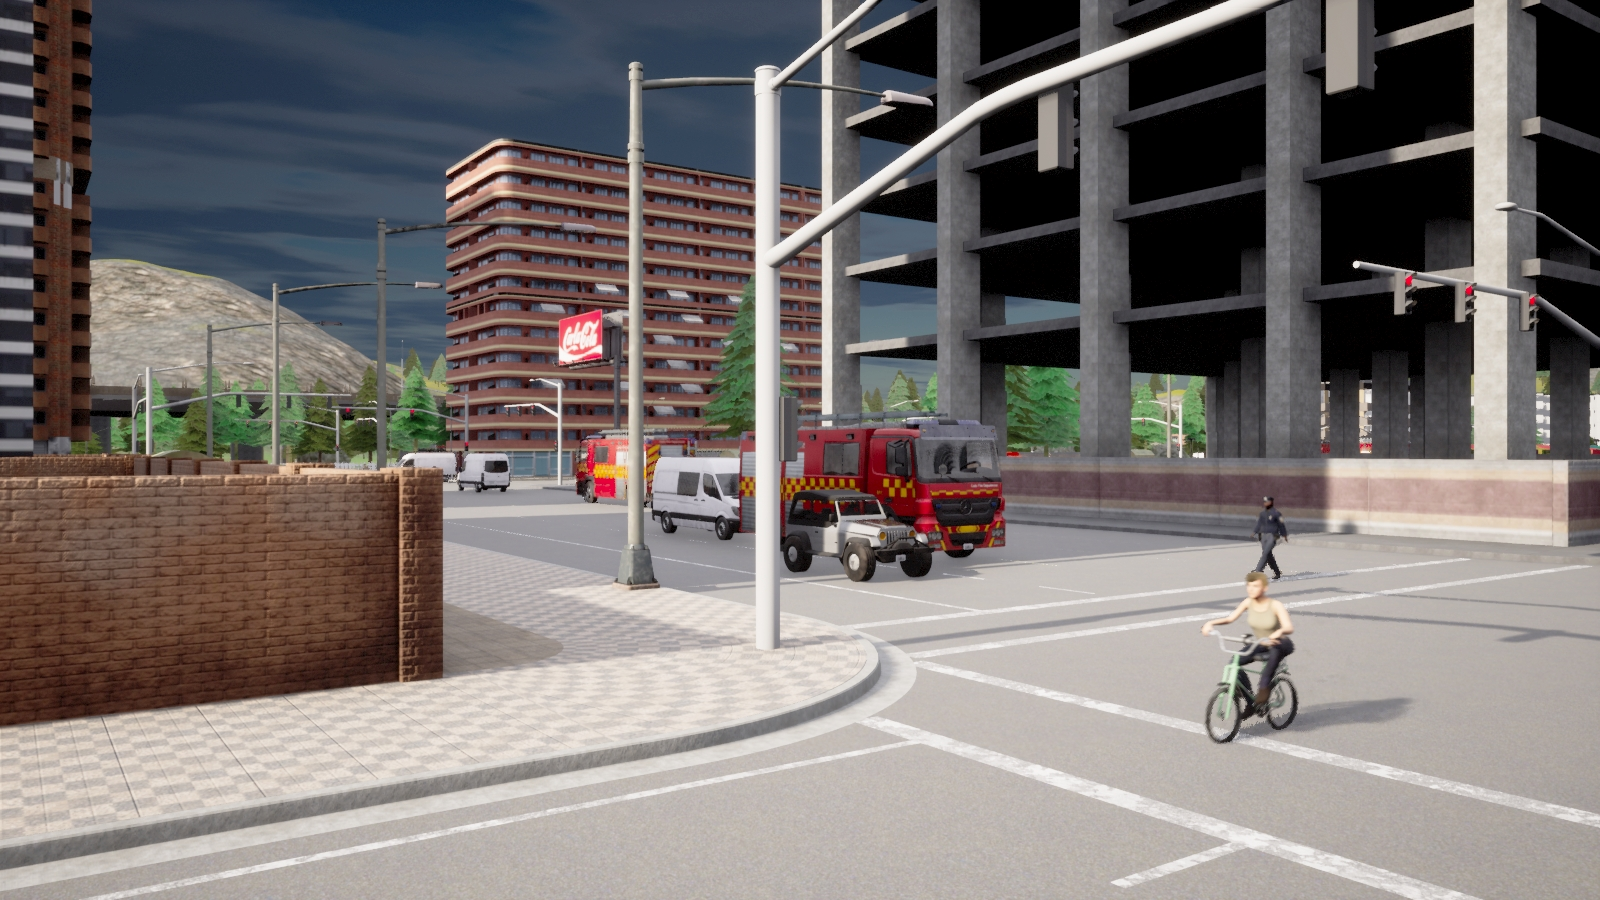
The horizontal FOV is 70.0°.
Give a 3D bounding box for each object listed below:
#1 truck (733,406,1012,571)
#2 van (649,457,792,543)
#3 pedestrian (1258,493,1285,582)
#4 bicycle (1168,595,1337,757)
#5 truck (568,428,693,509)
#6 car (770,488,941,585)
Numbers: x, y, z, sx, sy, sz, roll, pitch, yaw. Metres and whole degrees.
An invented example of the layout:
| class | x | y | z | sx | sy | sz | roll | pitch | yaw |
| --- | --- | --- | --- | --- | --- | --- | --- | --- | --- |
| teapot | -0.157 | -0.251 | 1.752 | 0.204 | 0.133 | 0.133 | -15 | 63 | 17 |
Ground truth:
| class | x | y | z | sx | sy | sz | roll | pitch | yaw |
| --- | --- | --- | --- | --- | --- | --- | --- | --- | --- |
| truck | 1.624 | 0.890 | 30.842 | 2.891 | 3.827 | 8.468 | 0 | 0 | -35 |
| van | -2.744 | 1.534 | 37.625 | 1.988 | 2.561 | 5.915 | 0 | 0 | -34 |
| pedestrian | 10.041 | 1.847 | 24.333 | 0.375 | 1.860 | 0.375 | 0 | 0 | -34 |
| bicycle | 4.432 | 2.157 | 11.177 | 1.487 | 1.276 | 0.859 | 0 | 0 | -35 |
| truck | -8.826 | 0.889 | 58.417 | 2.891 | 3.827 | 8.468 | 0 | 0 | -34 |
| car | 1.170 | 1.856 | 25.789 | 1.905 | 1.878 | 3.866 | 0 | 0 | -35 |
